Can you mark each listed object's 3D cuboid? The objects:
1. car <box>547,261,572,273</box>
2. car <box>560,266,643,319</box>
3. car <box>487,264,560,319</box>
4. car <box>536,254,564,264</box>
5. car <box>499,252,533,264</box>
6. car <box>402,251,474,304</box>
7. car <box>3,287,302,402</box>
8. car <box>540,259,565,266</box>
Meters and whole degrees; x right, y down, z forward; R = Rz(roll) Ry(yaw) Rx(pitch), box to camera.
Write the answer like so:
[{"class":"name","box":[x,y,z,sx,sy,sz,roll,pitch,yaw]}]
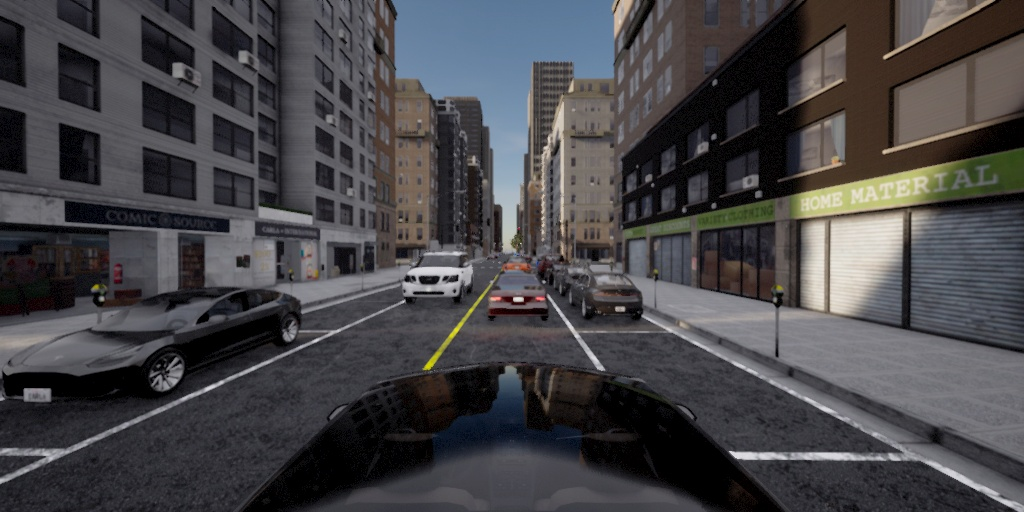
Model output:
[{"class":"car","box":[3.016,1.113,17.419,2.007,1.370,4.403,0,0,1]},{"class":"car","box":[2.953,1.179,11.897,2.007,1.370,4.403,0,0,1]},{"class":"car","box":[0.198,1.174,12.068,2.033,1.411,5.357,0,1,1]},{"class":"car","box":[3.140,0.745,28.465,2.192,1.841,5.009,0,0,1]},{"class":"car","box":[0.369,0.797,27.378,2.097,1.767,4.553,0,1,1]},{"class":"car","box":[-2.963,0.806,15.595,2.150,2.045,5.566,0,1,1]},{"class":"car","box":[-5.634,1.259,6.457,1.948,1.339,4.313,0,0,1]},{"class":"car","box":[3.078,1.062,22.942,1.948,1.339,4.313,0,0,1]}]
